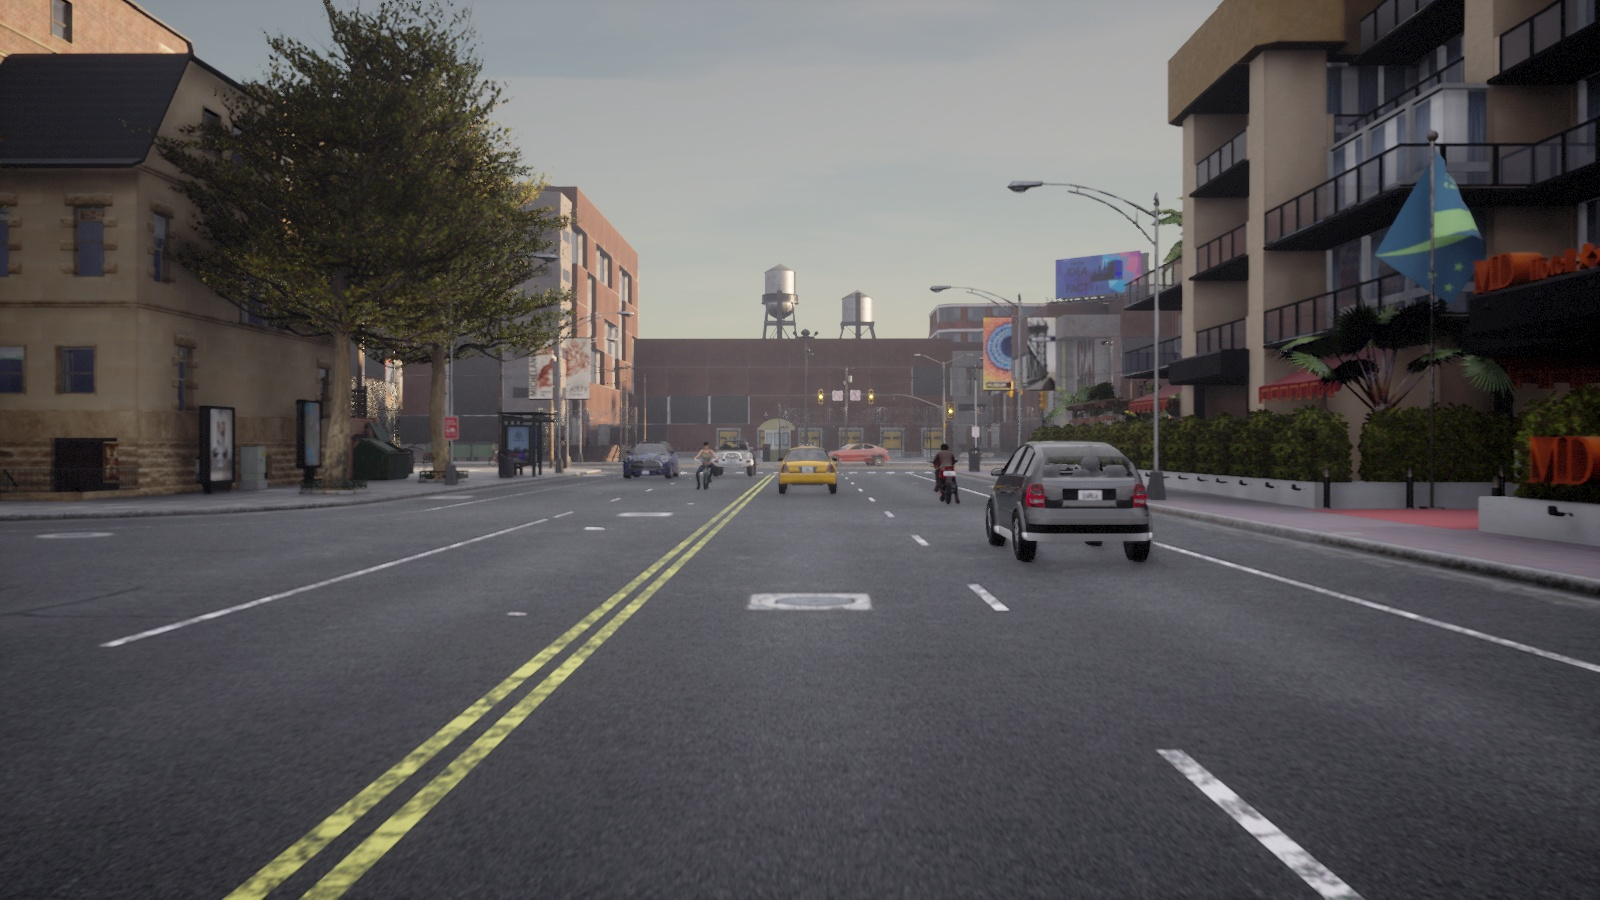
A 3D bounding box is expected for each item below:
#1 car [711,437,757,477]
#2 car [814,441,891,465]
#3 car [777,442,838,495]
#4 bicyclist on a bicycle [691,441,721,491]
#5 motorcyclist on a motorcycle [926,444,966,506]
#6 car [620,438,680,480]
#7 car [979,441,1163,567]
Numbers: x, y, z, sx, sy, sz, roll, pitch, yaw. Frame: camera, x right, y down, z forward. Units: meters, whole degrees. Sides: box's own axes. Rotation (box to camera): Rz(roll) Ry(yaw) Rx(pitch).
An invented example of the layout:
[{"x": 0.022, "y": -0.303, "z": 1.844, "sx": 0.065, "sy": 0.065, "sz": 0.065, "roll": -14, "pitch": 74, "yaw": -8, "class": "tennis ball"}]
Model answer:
[{"x": -3.141, "y": 0.325, "z": 60.225, "sx": 1.932, "sy": 1.855, "sz": 4.605, "roll": 0, "pitch": 0, "yaw": 0, "class": "car"}, {"x": 3.719, "y": 0.182, "z": 88.530, "sx": 5.027, "sy": 1.651, "sz": 2.152, "roll": 0, "pitch": 0, "yaw": -14, "class": "car"}, {"x": 0.244, "y": 0.530, "z": 40.028, "sx": 1.801, "sy": 1.575, "sz": 5.366, "roll": 0, "pitch": 0, "yaw": 0, "class": "car"}, {"x": -3.129, "y": 0.517, "z": 41.762, "sx": 0.866, "sy": 1.612, "sz": 1.509, "roll": 0, "pitch": 0, "yaw": 0, "class": "bicyclist on a bicycle"}, {"x": 3.697, "y": 0.607, "z": 31.903, "sx": 0.797, "sy": 1.523, "sz": 2.044, "roll": 0, "pitch": 0, "yaw": 0, "class": "motorcyclist on a motorcycle"}, {"x": -6.664, "y": 0.380, "z": 56.225, "sx": 2.097, "sy": 1.767, "sz": 4.553, "roll": 0, "pitch": 0, "yaw": 0, "class": "car"}, {"x": 3.602, "y": 0.661, "z": 17.327, "sx": 1.789, "sy": 1.549, "sz": 3.705, "roll": 0, "pitch": 0, "yaw": 1, "class": "car"}]
